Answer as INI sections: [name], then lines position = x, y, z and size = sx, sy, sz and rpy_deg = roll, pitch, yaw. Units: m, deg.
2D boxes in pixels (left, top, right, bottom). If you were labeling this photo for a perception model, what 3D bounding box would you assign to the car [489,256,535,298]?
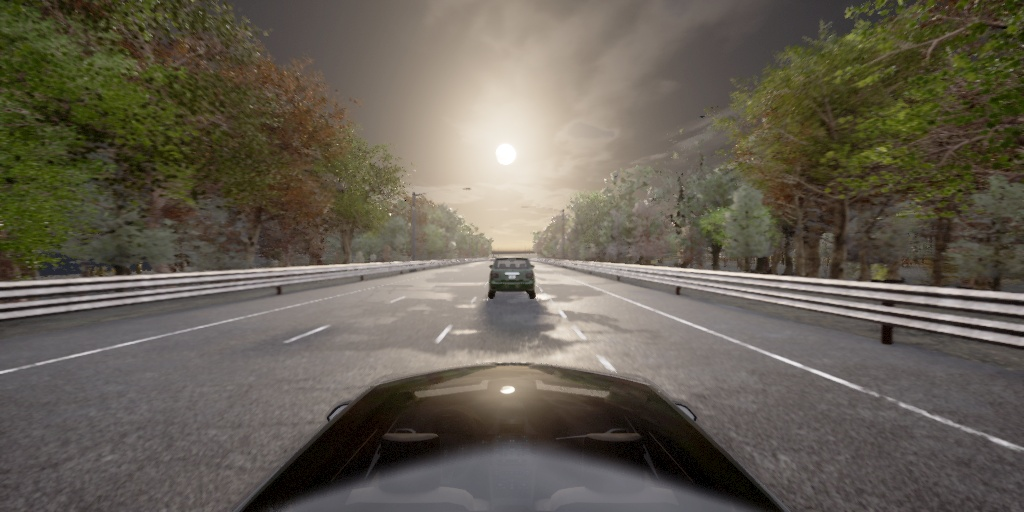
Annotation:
[car]
position = 0.001, 1.030, 18.515
size = 2.150, 2.045, 5.566
rpy_deg = 0, 0, 0
